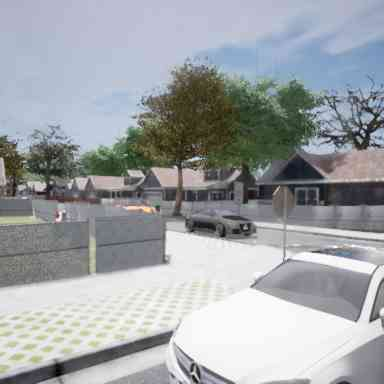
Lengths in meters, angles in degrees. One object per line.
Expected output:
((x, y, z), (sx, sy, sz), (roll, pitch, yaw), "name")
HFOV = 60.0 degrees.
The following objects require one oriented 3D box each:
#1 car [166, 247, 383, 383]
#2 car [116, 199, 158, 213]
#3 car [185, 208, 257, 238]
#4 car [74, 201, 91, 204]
((1.896, 1.531, 4.303), (4.674, 1.442, 1.812), (0, 0, -36), "car")
((-4.399, 1.364, 25.848), (2.097, 1.767, 4.553), (2, -1, -35), "car")
((1.415, 1.555, 17.574), (1.994, 1.385, 4.181), (2, -1, -35), "car")
((-12.088, 1.642, 36.773), (1.895, 1.301, 4.718), (2, -1, -35), "car")
